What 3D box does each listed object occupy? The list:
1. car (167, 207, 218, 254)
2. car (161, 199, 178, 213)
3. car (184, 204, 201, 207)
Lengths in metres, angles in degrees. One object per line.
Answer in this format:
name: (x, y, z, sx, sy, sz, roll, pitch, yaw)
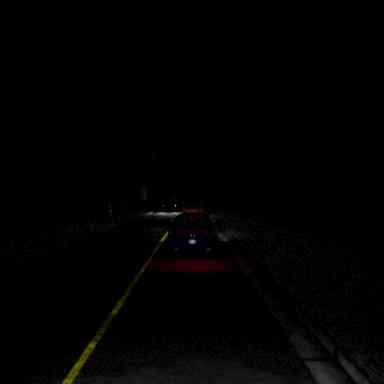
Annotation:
car: (0.038, 1.622, 14.248, 1.882, 1.535, 5.008, 0, 0, 0)
car: (-2.987, 1.803, 44.645, 2.097, 1.767, 4.553, 0, 0, 0)
car: (0.048, 1.773, 29.248, 1.882, 1.535, 5.008, 0, 0, 1)
